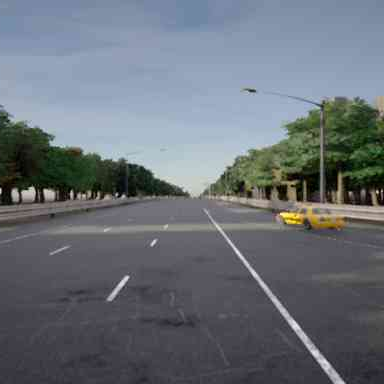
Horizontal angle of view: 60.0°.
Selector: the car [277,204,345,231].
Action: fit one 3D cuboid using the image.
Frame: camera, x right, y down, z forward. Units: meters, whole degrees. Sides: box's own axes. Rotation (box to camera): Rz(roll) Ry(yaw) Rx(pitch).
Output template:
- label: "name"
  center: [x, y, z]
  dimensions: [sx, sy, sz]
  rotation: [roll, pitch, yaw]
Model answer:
- label: "car"
  center: [7.423, 1.568, 21.511]
  dimensions: [1.801, 1.575, 5.366]
  rotation: [0, 0, -16]
